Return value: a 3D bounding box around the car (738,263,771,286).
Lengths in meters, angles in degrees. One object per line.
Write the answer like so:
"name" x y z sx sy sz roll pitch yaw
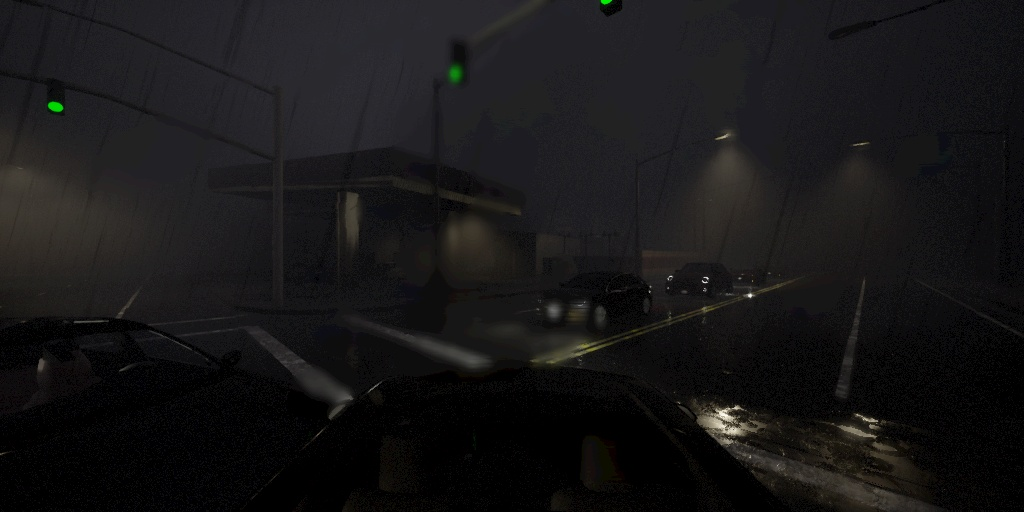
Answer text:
"car" 16.559 1.314 25.324 1.994 1.385 4.181 0 0 44

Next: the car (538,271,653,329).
"car" 2.841 1.255 11.520 1.837 1.490 4.892 0 0 44

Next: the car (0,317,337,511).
"car" -3.430 1.242 2.480 4.902 1.511 2.128 0 0 15

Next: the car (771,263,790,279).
"car" 23.667 1.314 32.403 4.181 1.385 1.994 0 0 -45

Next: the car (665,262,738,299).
"car" 9.656 1.102 18.390 2.097 1.767 4.553 0 0 45
